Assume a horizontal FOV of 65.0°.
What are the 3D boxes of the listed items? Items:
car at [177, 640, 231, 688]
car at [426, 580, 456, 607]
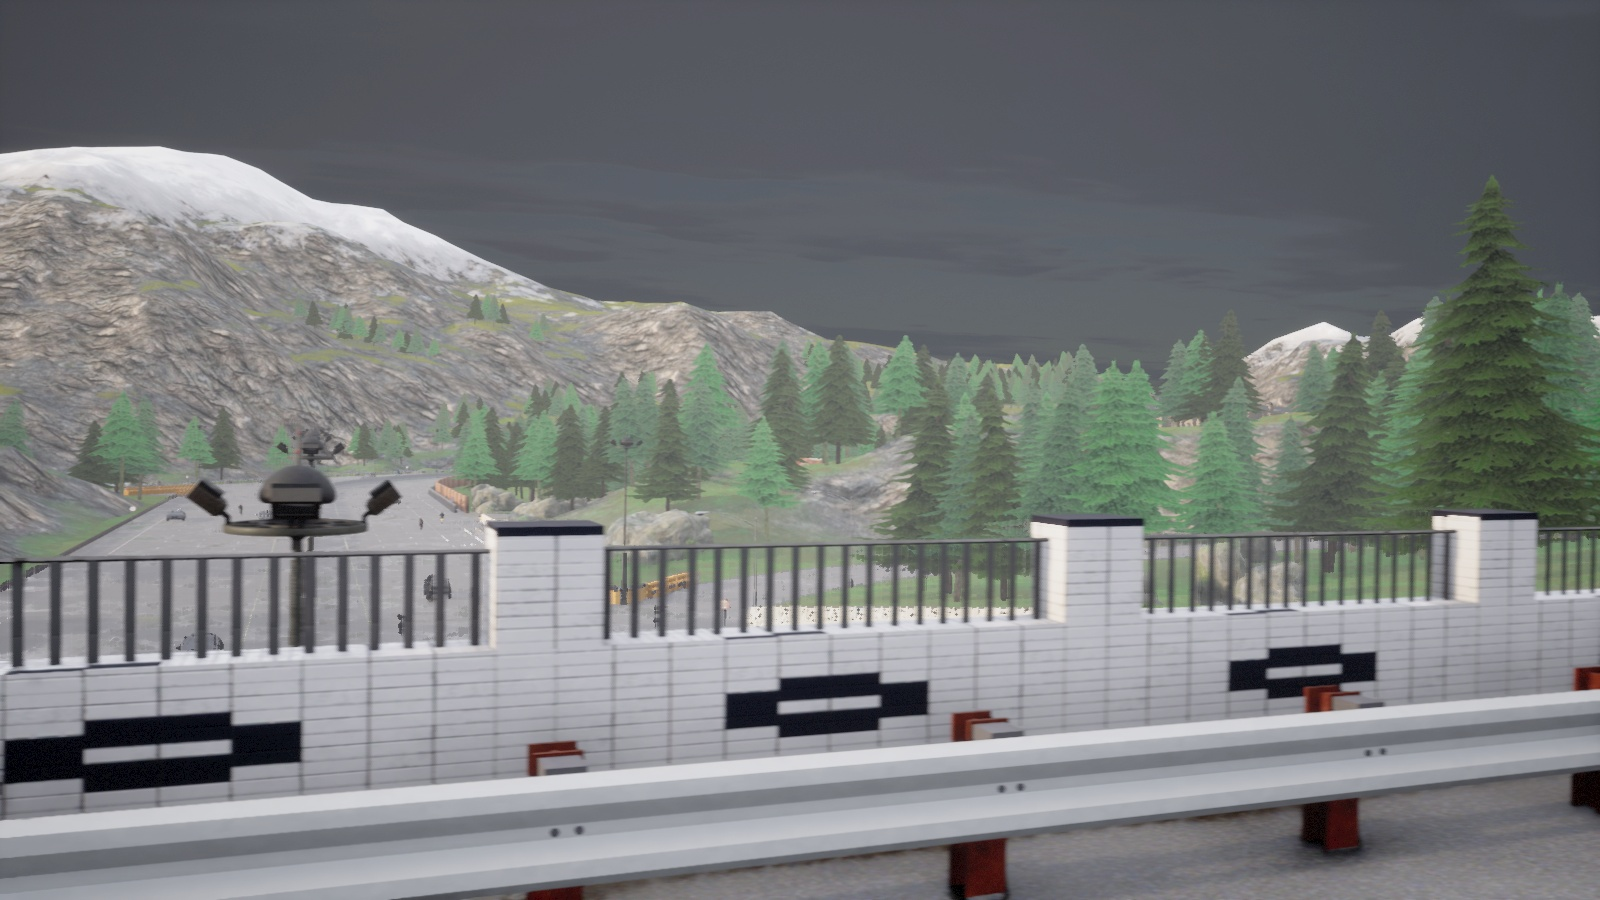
[{"bbox_3d":[-30.628,10.958,64.614,2.163,1.488,4.792,0,1,-21],"label":"car"},{"bbox_3d":[-26.529,10.568,92.690,1.789,1.549,3.705,0,1,-21],"label":"car"}]
